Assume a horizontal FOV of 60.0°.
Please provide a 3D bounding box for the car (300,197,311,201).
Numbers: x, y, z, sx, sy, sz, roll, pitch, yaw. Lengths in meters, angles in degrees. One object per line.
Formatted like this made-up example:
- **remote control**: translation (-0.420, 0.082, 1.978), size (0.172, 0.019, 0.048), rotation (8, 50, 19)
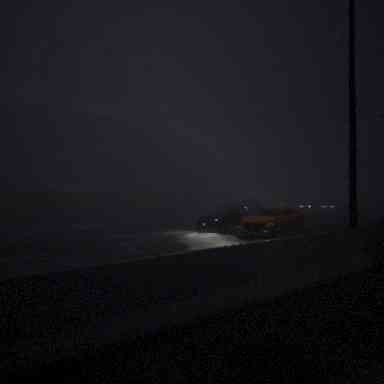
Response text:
- **car**: translation (19.651, 1.587, 57.755), size (2.033, 1.411, 5.357), rotation (0, 0, 17)

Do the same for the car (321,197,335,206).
- **car**: translation (22.769, 1.573, 55.946), size (2.033, 1.411, 5.357), rotation (0, 0, 17)

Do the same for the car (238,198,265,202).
- **car**: translation (4.972, 1.391, 30.162), size (2.097, 1.767, 4.553), rotation (0, 0, 32)

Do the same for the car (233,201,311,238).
- **car**: translation (4.571, 1.496, 18.137), size (1.882, 1.535, 5.008), rotation (0, 0, 41)

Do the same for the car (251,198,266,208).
- **car**: translation (9.931, 1.584, 49.628), size (1.812, 1.442, 4.674), rotation (0, 0, 17)

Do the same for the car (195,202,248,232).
- **car**: translation (2.169, 1.557, 20.655), size (1.812, 1.442, 4.674), rotation (0, 0, 40)

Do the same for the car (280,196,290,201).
- **car**: translation (19.180, 1.594, 68.584), size (2.033, 1.411, 5.357), rotation (0, 0, 16)
